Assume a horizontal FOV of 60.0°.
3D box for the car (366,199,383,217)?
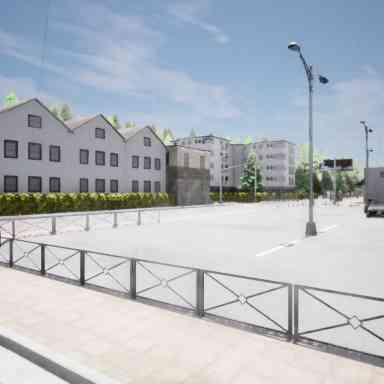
[{"bbox_3d":[15.364,1.298,26.852,2.007,1.523,4.514,0,0,35],"label":"car"}]
